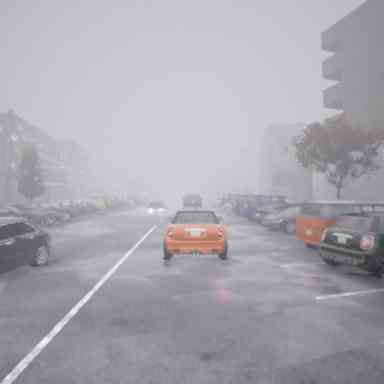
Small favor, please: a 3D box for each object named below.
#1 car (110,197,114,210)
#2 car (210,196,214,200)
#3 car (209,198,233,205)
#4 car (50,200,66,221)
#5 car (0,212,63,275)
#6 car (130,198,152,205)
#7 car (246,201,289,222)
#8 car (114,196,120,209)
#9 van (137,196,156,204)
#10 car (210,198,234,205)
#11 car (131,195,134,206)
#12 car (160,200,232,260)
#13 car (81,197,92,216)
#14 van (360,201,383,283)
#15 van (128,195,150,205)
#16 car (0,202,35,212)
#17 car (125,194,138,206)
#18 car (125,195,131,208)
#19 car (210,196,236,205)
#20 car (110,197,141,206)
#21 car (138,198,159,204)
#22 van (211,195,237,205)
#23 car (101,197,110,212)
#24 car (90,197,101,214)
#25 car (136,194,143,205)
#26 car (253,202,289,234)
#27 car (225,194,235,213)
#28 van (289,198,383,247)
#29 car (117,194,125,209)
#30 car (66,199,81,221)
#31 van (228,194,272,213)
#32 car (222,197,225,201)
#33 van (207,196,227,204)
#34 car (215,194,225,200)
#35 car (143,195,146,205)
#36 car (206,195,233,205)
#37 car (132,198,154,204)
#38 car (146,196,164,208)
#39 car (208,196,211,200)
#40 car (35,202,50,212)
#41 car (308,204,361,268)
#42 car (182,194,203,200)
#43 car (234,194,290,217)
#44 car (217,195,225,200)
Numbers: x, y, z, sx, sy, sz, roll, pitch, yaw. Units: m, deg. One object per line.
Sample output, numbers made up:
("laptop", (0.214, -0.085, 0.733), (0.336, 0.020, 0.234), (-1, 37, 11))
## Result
("car", (-11.449, 1.361, 37.258), (4.553, 1.767, 2.185), (-1, 0, -20))
("car", (6.099, 1.580, 51.856), (5.366, 1.575, 1.946), (1, -1, -20))
("car", (6.309, 2.000, 72.878), (4.792, 1.488, 2.163), (1, -2, -20))
("car", (-11.324, 1.508, 22.584), (4.792, 1.488, 2.163), (-1, 0, -21))
("car", (-5.503, 1.506, 8.606), (1.837, 1.490, 4.892), (0, 0, 6))
("car", (-11.526, 2.082, 75.387), (4.674, 1.452, 2.002), (0, -2, -20))
("car", (6.381, 1.530, 21.943), (4.792, 1.488, 2.163), (1, 0, -20))
("car", (-11.499, 1.534, 40.190), (4.674, 1.452, 2.002), (-1, 0, -20))
("van", (-11.591, 2.102, 84.146), (4.442, 1.987, 1.878), (0, -2, -20))
("car", (6.268, 1.936, 69.873), (4.674, 1.452, 2.002), (1, -2, -20))
("car", (-11.540, 1.551, 48.985), (5.008, 1.535, 2.097), (-1, -1, -20))
("car", (0.115, 1.353, 12.649), (2.097, 1.767, 4.553), (0, 0, 0))
("car", (-11.404, 1.482, 28.446), (4.892, 1.521, 2.231), (-1, 0, -21))
("van", (6.029, 1.273, 6.866), (4.442, 1.987, 1.878), (1, 0, -19))
("van", (-11.645, 1.739, 72.419), (4.442, 1.987, 1.878), (0, -1, -20))
("car", (-11.111, 1.471, 16.769), (5.366, 1.575, 1.946), (-1, 0, -21))
("car", (-11.716, 1.579, 51.858), (5.366, 1.575, 1.946), (-1, 0, -20))
("car", (-11.516, 1.525, 46.054), (5.008, 1.535, 2.097), (-1, 0, -20))
("car", (6.237, 1.703, 66.878), (4.553, 1.767, 2.185), (1, -2, -20))
("car", (-11.546, 1.660, 57.784), (4.892, 1.521, 2.231), (-1, -1, -20))
("car", (-11.464, 2.456, 87.104), (5.008, 1.535, 2.097), (0, -3, -20))
("van", (6.157, 1.539, 63.849), (4.442, 1.987, 1.878), (1, -1, -20))
("car", (-11.451, 1.483, 34.316), (5.008, 1.535, 2.097), (-1, 0, -20))
("car", (-11.426, 1.483, 31.378), (4.892, 1.521, 2.231), (-1, 0, -20))
("car", (-11.578, 1.368, 54.842), (5.566, 2.045, 2.435), (-1, 0, -20))
("car", (6.335, 1.501, 18.922), (4.892, 1.521, 2.231), (1, 0, -19))
("car", (6.405, 1.249, 30.977), (5.566, 2.045, 2.435), (1, 0, -20))
("van", (6.353, 1.276, 12.955), (4.442, 1.987, 1.878), (1, 0, -19))
("car", (-11.482, 1.381, 43.124), (4.553, 1.767, 2.185), (-1, 0, -20))
("car", (-11.390, 1.480, 25.511), (5.008, 1.535, 2.097), (-1, 0, -21))
("van", (6.449, 1.276, 37.000), (4.442, 1.987, 1.878), (1, 0, -20))
("car", (6.184, 1.494, 33.895), (5.366, 1.575, 1.946), (1, 0, -20))
("van", (6.212, 2.002, 81.808), (4.442, 1.987, 1.878), (1, -2, -20))
("car", (6.331, 1.266, 42.958), (5.566, 2.045, 2.435), (1, -1, -20))
("car", (-11.547, 1.711, 60.722), (4.892, 1.521, 2.231), (-1, -1, -20))
("car", (6.274, 1.798, 75.847), (5.566, 2.045, 2.435), (1, -1, -20))
("car", (-11.514, 2.167, 78.325), (4.674, 1.452, 2.002), (0, -2, -20))
("car", (-5.202, 1.675, 49.258), (1.895, 1.301, 4.718), (0, -1, 0))
("car", (6.088, 1.708, 60.829), (5.366, 1.575, 1.946), (1, -1, -20))
("car", (-11.328, 1.478, 19.639), (5.008, 1.535, 2.097), (-1, 0, -21))
("car", (6.161, 1.374, 9.902), (4.553, 1.767, 2.185), (1, 0, -19))
("car", (0.046, 1.230, 38.352), (2.150, 2.045, 5.566), (0, 0, 0))
("car", (6.406, 1.249, 24.958), (5.566, 2.045, 2.435), (1, 0, -20))
("car", (6.144, 1.501, 39.887), (5.366, 1.575, 1.946), (1, 0, -20))
